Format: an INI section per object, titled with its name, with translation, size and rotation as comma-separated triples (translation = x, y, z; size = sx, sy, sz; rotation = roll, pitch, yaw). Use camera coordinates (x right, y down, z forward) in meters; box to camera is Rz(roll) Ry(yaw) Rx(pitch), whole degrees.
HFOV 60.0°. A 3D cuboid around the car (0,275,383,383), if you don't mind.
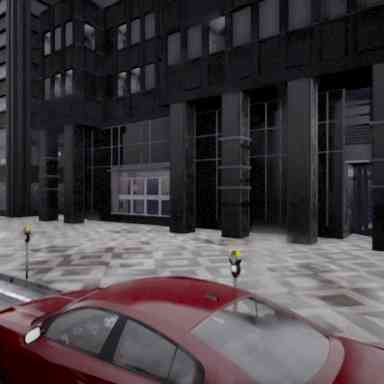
[car]
translation = -0.432, 1.547, 3.270
size = 4.507, 1.381, 1.887
rotation = 0, 0, 35
